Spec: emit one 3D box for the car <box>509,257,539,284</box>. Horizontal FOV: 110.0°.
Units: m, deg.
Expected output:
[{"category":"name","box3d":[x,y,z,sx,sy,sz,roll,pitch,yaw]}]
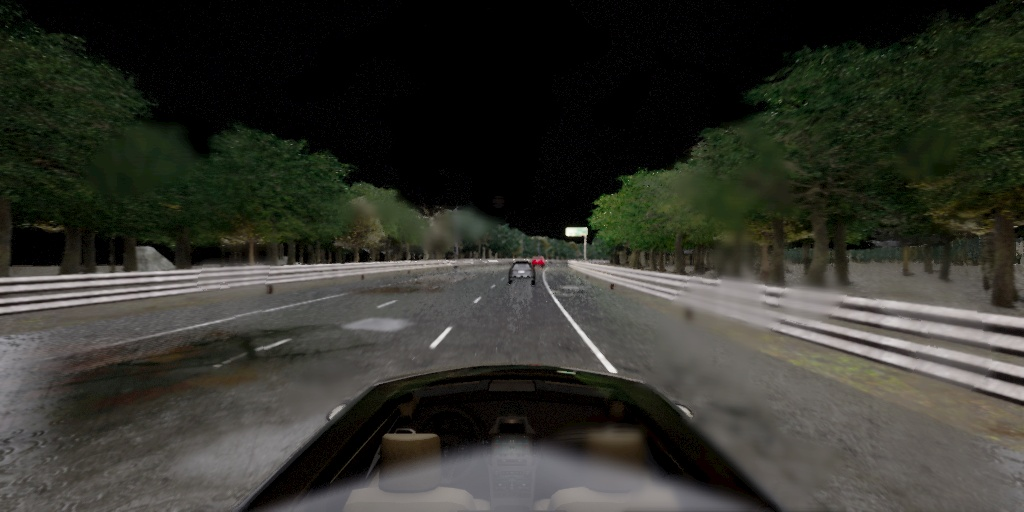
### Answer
[{"category":"car","box3d":[0.813,1.153,26.970,2.033,1.649,4.856,0,0,4]}]
